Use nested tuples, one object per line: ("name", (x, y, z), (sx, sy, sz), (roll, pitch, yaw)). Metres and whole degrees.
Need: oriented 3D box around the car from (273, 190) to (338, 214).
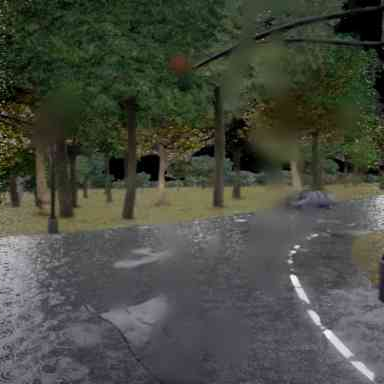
("car", (7.721, 0.576, 22.296), (5.357, 1.411, 2.033), (-4, 2, -39))
